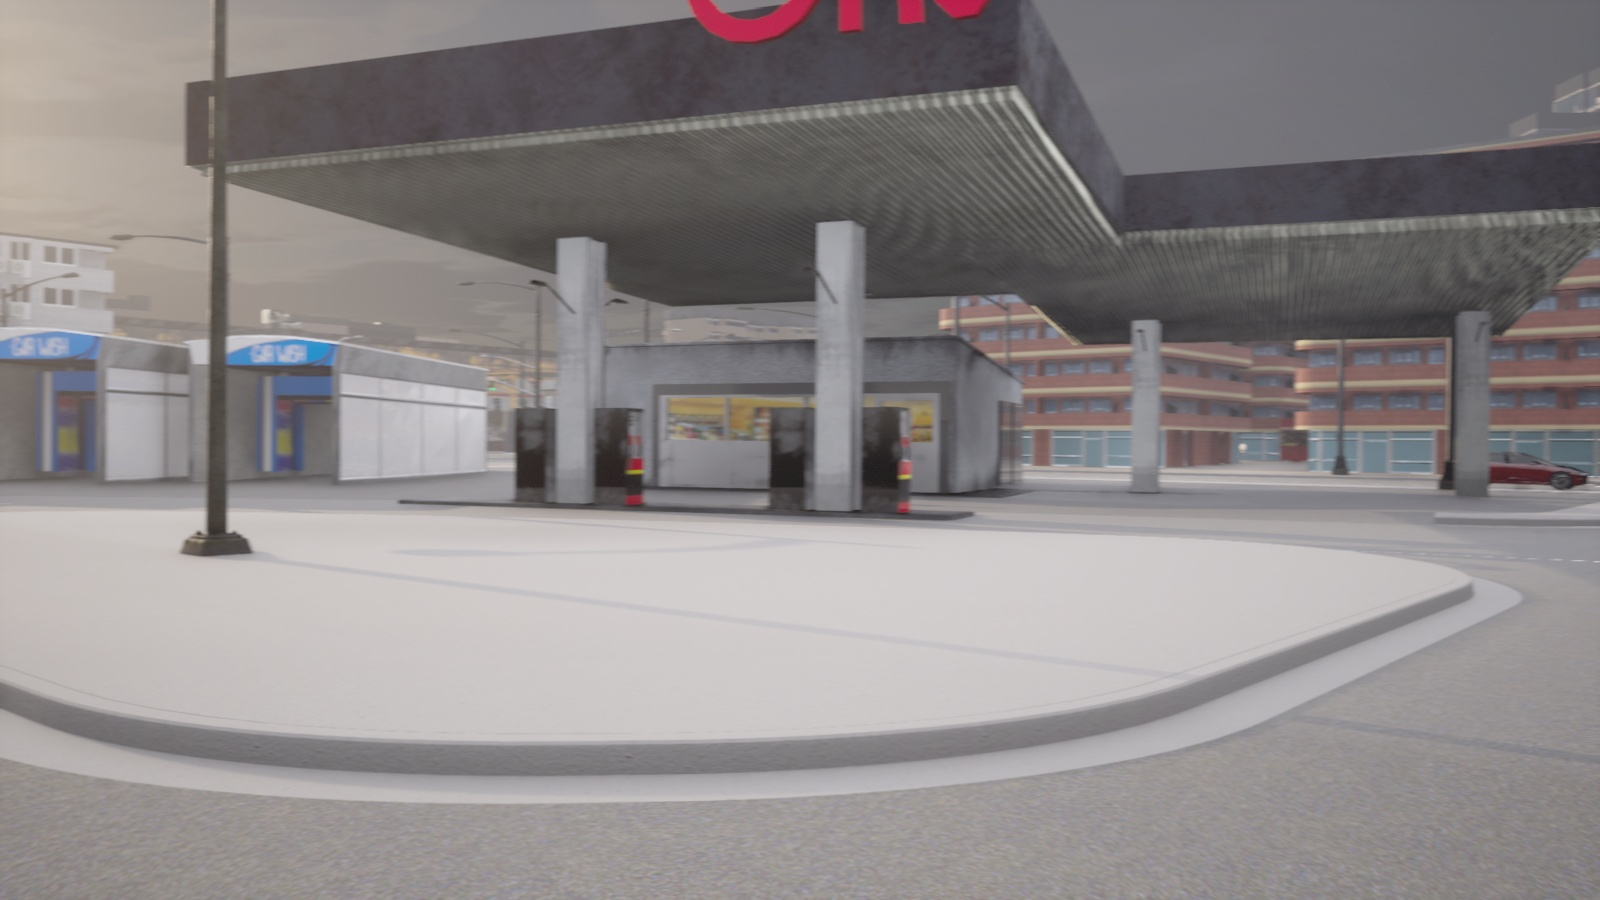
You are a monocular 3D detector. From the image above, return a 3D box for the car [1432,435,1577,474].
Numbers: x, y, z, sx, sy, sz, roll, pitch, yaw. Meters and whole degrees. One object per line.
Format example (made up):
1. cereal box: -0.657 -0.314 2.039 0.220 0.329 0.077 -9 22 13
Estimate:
1. car: 28.324 0.187 50.564 4.792 1.488 2.163 -1 0 38
